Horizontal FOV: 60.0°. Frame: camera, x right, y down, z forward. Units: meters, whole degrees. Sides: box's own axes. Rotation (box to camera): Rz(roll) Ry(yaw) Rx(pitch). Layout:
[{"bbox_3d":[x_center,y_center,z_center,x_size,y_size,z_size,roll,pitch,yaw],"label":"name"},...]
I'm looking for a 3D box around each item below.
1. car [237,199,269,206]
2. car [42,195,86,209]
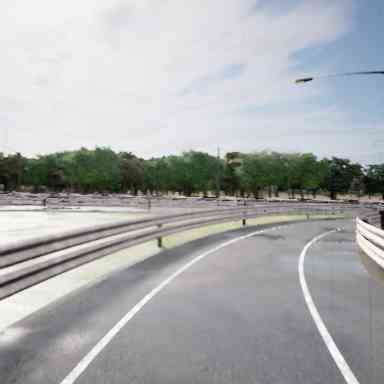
[{"bbox_3d":[8.191,1.667,43.642,4.674,1.442,1.812,1,0,-9],"label":"car"},{"bbox_3d":[-15.242,1.113,39.788,4.892,1.490,1.837,1,0,-10],"label":"car"}]
